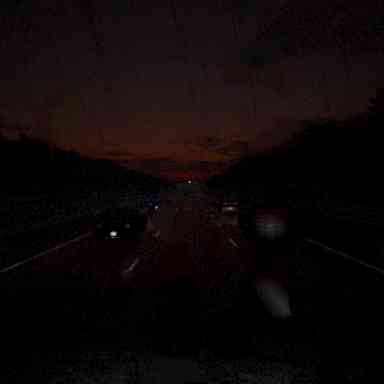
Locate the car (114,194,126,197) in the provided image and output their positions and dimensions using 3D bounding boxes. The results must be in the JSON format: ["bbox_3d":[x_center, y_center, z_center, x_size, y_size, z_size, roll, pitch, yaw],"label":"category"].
[{"bbox_3d":[-14.035,1.131,65.411,1.837,1.490,4.892,0,0,0],"label":"car"}]

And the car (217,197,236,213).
[{"bbox_3d":[3.587,1.287,33.389,2.128,1.511,4.902,0,0,0],"label":"car"}]

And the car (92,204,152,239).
[{"bbox_3d":[-3.407,1.496,16.661,1.895,1.301,4.718,0,0,0],"label":"car"}]

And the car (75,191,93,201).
[{"bbox_3d":[-21.025,0.847,65.368,2.150,2.045,5.566,0,0,0],"label":"car"}]

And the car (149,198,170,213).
[{"bbox_3d":[-3.414,1.316,34.403,1.812,1.442,4.674,0,0,0],"label":"car"}]

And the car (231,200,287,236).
[{"bbox_3d":[3.593,1.381,17.571,2.128,1.511,4.902,0,0,0],"label":"car"}]

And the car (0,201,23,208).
[{"bbox_3d":[-14.108,1.410,24.988,1.994,1.385,4.181,0,0,0],"label":"car"}]

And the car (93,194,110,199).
[{"bbox_3d":[-17.526,1.180,65.909,1.994,1.385,4.181,0,0,0],"label":"car"}]
